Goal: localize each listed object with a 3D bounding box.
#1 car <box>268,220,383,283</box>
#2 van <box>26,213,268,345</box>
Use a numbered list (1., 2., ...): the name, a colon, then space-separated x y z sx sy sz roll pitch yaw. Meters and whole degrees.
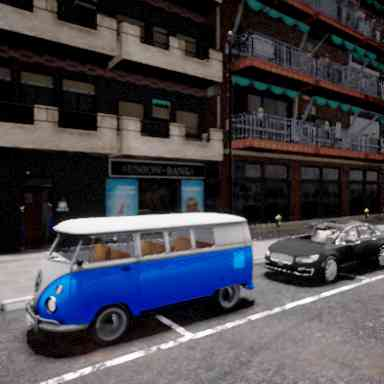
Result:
1. car: 3.930 1.491 9.364 4.403 1.369 2.008 0 0 -36
2. van: -0.679 1.320 6.074 3.998 1.788 1.690 -1 0 -36
